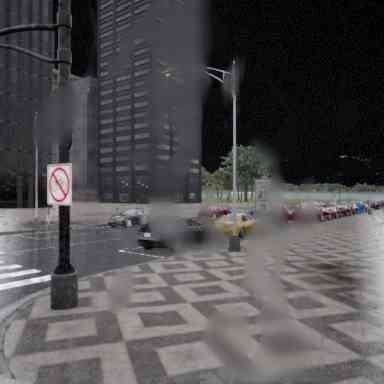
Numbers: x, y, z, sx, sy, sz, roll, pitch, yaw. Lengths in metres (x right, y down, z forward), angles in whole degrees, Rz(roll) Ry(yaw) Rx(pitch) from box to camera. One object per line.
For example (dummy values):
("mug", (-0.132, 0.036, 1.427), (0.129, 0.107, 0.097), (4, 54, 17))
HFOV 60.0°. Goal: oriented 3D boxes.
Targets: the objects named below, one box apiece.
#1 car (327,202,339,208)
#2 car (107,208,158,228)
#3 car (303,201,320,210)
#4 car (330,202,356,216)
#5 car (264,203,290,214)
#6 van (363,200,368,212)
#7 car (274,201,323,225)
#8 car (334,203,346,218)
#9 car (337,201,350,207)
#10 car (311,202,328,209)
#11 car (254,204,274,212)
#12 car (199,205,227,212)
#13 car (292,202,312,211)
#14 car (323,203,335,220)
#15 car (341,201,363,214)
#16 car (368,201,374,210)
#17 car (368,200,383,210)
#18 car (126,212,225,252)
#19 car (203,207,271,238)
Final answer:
("car", (31.809, 2.891, 74.974), (1.802, 1.307, 4.206), (-1, -2, 35))
("car", (-4.219, 1.842, 24.421), (2.008, 1.369, 4.403), (-1, -1, 35))
("car", (21.982, 2.476, 61.189), (1.967, 1.590, 4.097), (-1, -2, 35))
("car", (19.095, 2.304, 42.447), (1.887, 1.381, 4.507), (-1, -2, 35))
("car", (12.156, 2.305, 47.399), (2.008, 1.369, 4.403), (-1, -2, 35))
("van", (25.646, 2.289, 51.644), (1.690, 1.788, 3.998), (-1, -2, 35))
("car", (9.268, 1.791, 28.665), (2.192, 1.841, 5.009), (-1, -2, 35))
("car", (15.823, 2.246, 37.856), (1.802, 1.307, 4.206), (-1, -2, 36))
("car", (38.360, 3.037, 84.166), (2.008, 1.369, 4.403), (-1, -1, 35))
("car", (25.258, 2.673, 65.783), (1.887, 1.381, 4.507), (-1, -2, 35))
("car", (8.881, 2.210, 42.804), (2.008, 1.369, 4.403), (-1, -2, 35))
("car", (2.331, 2.016, 33.613), (1.887, 1.381, 4.507), (-1, -2, 35))
("car", (18.707, 2.494, 56.591), (2.008, 1.369, 4.403), (-1, -2, 35))
("car", (12.544, 2.114, 33.255), (1.887, 1.381, 4.507), (-1, -2, 35))
("car", (22.370, 2.294, 47.046), (1.967, 1.590, 4.097), (-1, -2, 35))
("car", (28.922, 2.592, 56.235), (2.008, 1.369, 4.403), (-1, -2, 35))
("car", (35.473, 2.539, 65.433), (2.192, 1.841, 5.009), (-1, -2, 35))
("car", (-0.557, 1.775, 14.872), (1.947, 1.339, 4.313), (-1, -2, 35))
("car", (2.816, 1.824, 19.606), (1.752, 1.417, 4.829), (-1, -2, 35))
